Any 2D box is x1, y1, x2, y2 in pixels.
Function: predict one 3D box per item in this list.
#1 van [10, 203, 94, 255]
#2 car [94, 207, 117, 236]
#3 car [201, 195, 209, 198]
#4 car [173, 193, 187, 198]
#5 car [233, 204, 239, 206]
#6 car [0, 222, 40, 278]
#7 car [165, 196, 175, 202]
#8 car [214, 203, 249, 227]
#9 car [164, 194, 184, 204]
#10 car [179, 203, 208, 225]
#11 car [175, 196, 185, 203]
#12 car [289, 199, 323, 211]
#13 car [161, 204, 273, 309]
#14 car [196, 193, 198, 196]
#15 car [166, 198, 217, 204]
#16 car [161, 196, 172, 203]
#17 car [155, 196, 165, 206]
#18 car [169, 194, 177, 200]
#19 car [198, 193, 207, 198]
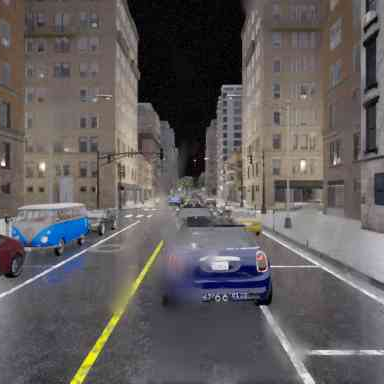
[{"bbox_3d":[-5.354,1.340,12.917,1.690,1.788,3.998,0,0,0],"label":"van"},{"bbox_3d":[-5.336,1.550,18.324,2.008,1.369,4.403,0,0,0],"label":"car"},{"bbox_3d":[2.787,1.549,50.583,2.008,1.369,4.403,0,0,0],"label":"car"},{"bbox_3d":[-2.641,1.219,60.451,2.150,2.045,5.566,0,0,1],"label":"car"},{"bbox_3d":[2.698,1.525,18.471,1.752,1.417,4.829,0,0,0],"label":"car"},{"bbox_3d":[-5.371,1.582,7.511,1.802,1.307,4.206,0,0,0],"label":"car"},{"bbox_3d":[-5.152,1.543,79.012,2.008,1.369,4.403,0,0,0],"label":"car"},{"bbox_3d":[2.709,1.550,23.707,2.008,1.369,4.403,0,0,0],"label":"car"},{"bbox_3d":[-2.692,1.476,50.462,1.882,1.535,5.008,0,0,0],"label":"car"},{"bbox_3d":[0.092,1.563,25.052,1.994,1.385,4.181,0,0,0],"label":"car"},{"bbox_3d":[-2.540,1.519,70.556,1.812,1.442,4.674,0,0,0],"label":"car"},{"bbox_3d":[13.705,1.515,38.313,4.718,1.301,1.895,0,0,0],"label":"car"},{"bbox_3d":[0.328,1.352,8.123,2.097,1.767,4.553,0,0,-5],"label":"car"},{"bbox_3d":[2.890,1.306,84.673,2.192,1.841,5.009,0,0,0],"label":"car"},{"bbox_3d":[0.123,1.351,15.390,2.097,1.767,4.553,0,0,0],"label":"car"},{"bbox_3d":[-5.186,1.562,67.649,1.947,1.339,4.313,0,0,0],"label":"car"},{"bbox_3d":[-5.221,1.523,56.117,1.752,1.417,4.829,0,0,0],"label":"car"},{"bbox_3d":[-5.118,1.429,90.374,1.967,1.590,4.097,0,0,0],"label":"car"},{"bbox_3d":[2.856,1.434,73.309,1.967,1.590,4.097,0,0,0],"label":"car"}]
